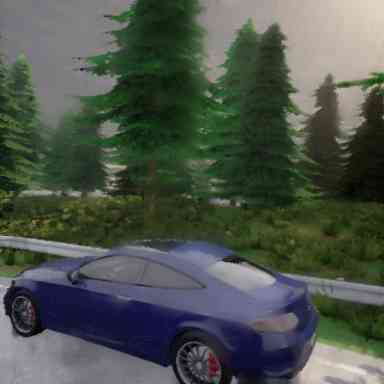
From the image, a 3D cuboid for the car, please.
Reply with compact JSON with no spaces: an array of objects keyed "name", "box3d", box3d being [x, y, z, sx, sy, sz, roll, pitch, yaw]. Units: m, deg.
[{"name":"car","box3d":[-0.656,1.413,4.874,4.674,1.442,1.812,2,2,28]}]
